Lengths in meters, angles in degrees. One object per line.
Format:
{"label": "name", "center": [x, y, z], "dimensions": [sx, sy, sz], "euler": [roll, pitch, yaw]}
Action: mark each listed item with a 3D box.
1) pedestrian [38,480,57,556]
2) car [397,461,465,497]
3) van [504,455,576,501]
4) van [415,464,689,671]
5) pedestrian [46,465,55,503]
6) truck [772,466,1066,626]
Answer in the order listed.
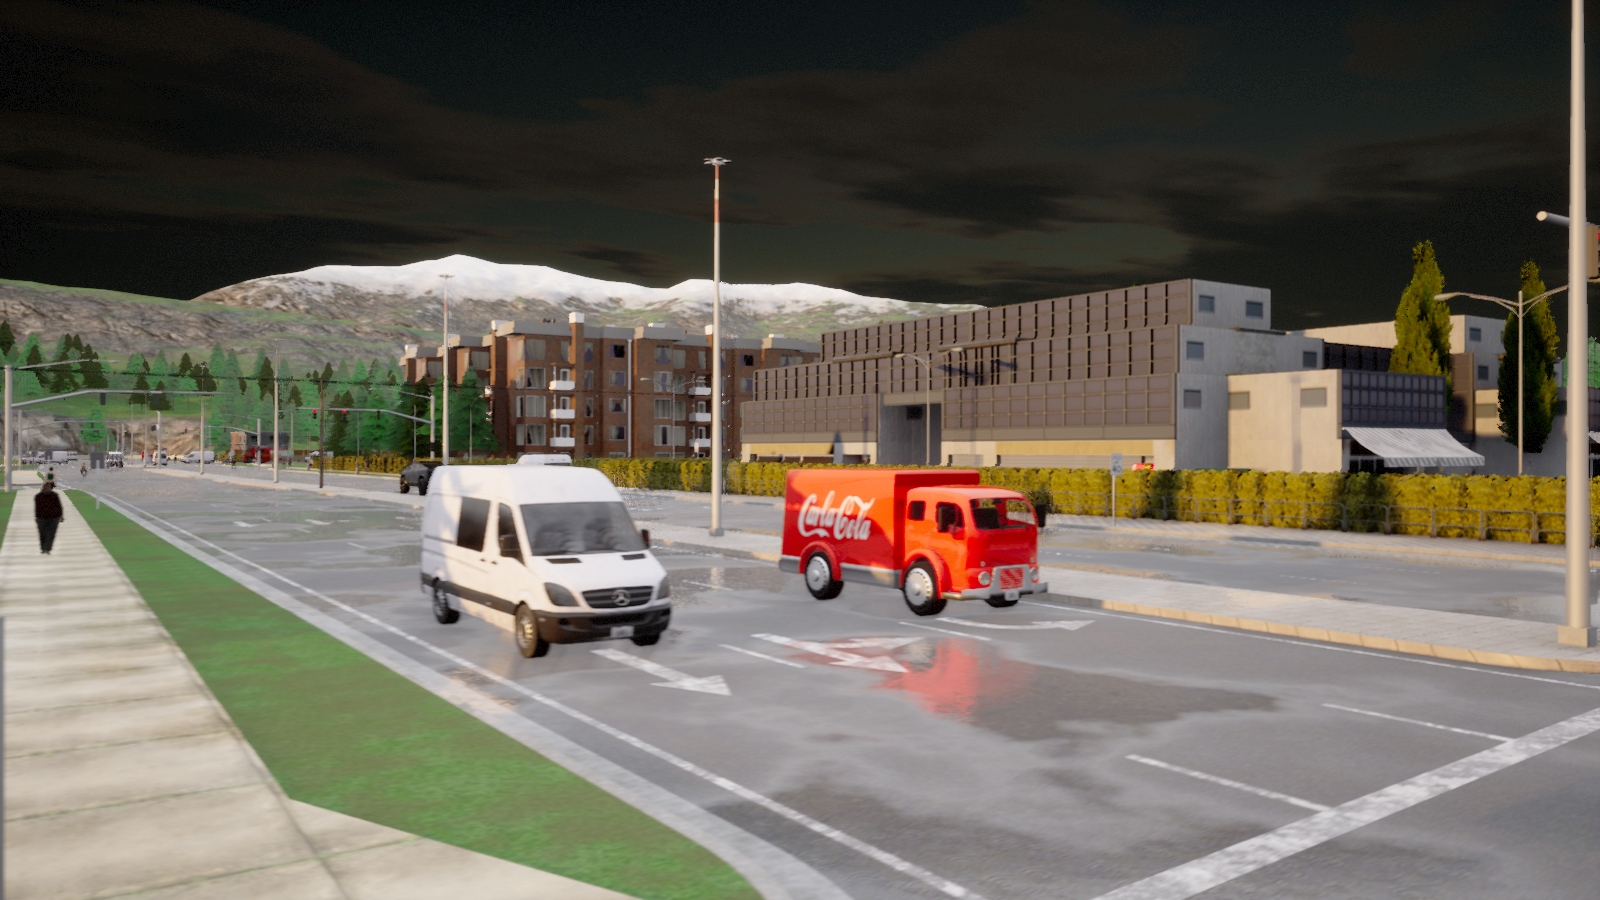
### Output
{"label": "pedestrian", "center": [-18.826, 1.698, 28.584], "dimensions": [0.375, 1.860, 0.375], "euler": [0, 0, -35]}
{"label": "car", "center": [-23.302, 1.771, 72.029], "dimensions": [2.390, 2.098, 6.274], "euler": [0, 0, -34]}
{"label": "van", "center": [-15.152, 1.554, 66.311], "dimensions": [1.988, 2.561, 5.915], "euler": [0, 0, -34]}
{"label": "van", "center": [-4.042, 1.540, 17.576], "dimensions": [1.988, 2.561, 5.915], "euler": [0, 0, -35]}
{"label": "pedestrian", "center": [-37.312, 1.700, 56.885], "dimensions": [0.375, 1.860, 0.375], "euler": [0, 0, -34]}
{"label": "truck", "center": [2.027, 1.579, 21.114], "dimensions": [2.627, 2.467, 5.204], "euler": [0, 0, -35]}
